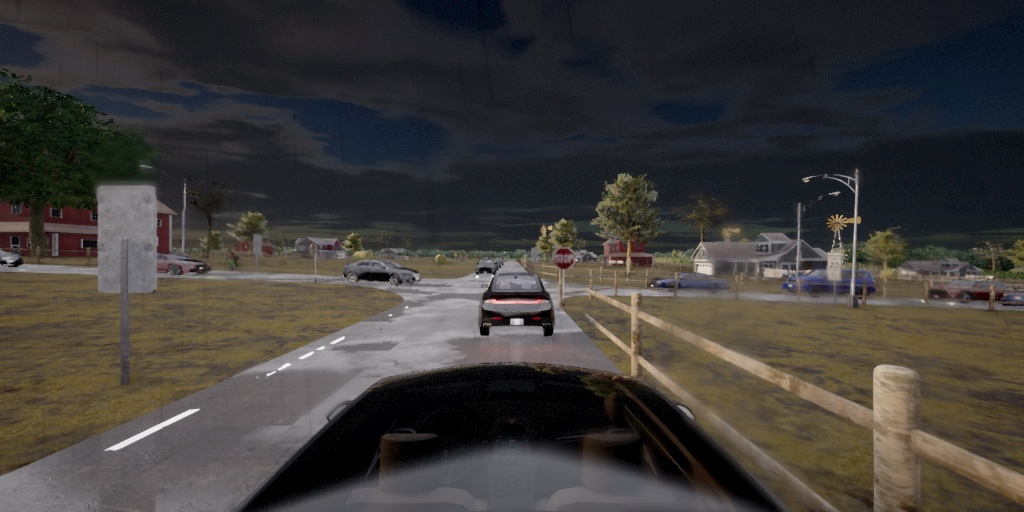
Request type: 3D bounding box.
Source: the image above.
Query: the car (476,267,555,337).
[{"bbox_3d":[0.112,1.245,10.369,2.128,1.511,4.902,0,0,0],"label":"car"}]

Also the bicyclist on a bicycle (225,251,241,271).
[{"bbox_3d":[-22.572,0.416,29.046,0.582,1.620,1.656,2,0,0],"label":"bicyclist on a bicycle"}]

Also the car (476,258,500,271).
[{"bbox_3d":[-2.785,1.129,39.674,2.097,1.767,4.553,0,0,0],"label":"car"}]

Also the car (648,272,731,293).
[{"bbox_3d":[12.787,1.857,25.956,5.357,1.411,2.033,2,0,-1],"label":"car"}]

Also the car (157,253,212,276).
[{"bbox_3d":[-21.938,0.535,23.063,4.181,1.385,1.994,2,0,0],"label":"car"}]

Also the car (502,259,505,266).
[{"bbox_3d":[-2.732,1.350,59.864,2.033,1.411,5.357,0,0,1],"label":"car"}]

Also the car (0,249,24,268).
[{"bbox_3d":[-34.649,-0.002,23.072,4.902,1.511,2.128,2,0,0],"label":"car"}]

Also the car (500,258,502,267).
[{"bbox_3d":[-2.757,1.291,49.575,1.837,1.490,4.892,0,0,0],"label":"car"}]

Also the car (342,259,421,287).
[{"bbox_3d":[-7.969,0.990,22.026,4.902,1.511,2.128,2,0,16],"label":"car"}]

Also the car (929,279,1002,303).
[{"bbox_3d":[33.064,2.479,25.976,4.553,1.767,2.097,2,0,0],"label":"car"}]

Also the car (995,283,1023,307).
[{"bbox_3d":[34.518,2.749,23.035,4.181,1.385,1.994,2,0,0],"label":"car"}]

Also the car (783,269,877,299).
[{"bbox_3d":[22.975,1.936,25.990,5.566,2.045,2.150,2,0,0],"label":"car"}]
